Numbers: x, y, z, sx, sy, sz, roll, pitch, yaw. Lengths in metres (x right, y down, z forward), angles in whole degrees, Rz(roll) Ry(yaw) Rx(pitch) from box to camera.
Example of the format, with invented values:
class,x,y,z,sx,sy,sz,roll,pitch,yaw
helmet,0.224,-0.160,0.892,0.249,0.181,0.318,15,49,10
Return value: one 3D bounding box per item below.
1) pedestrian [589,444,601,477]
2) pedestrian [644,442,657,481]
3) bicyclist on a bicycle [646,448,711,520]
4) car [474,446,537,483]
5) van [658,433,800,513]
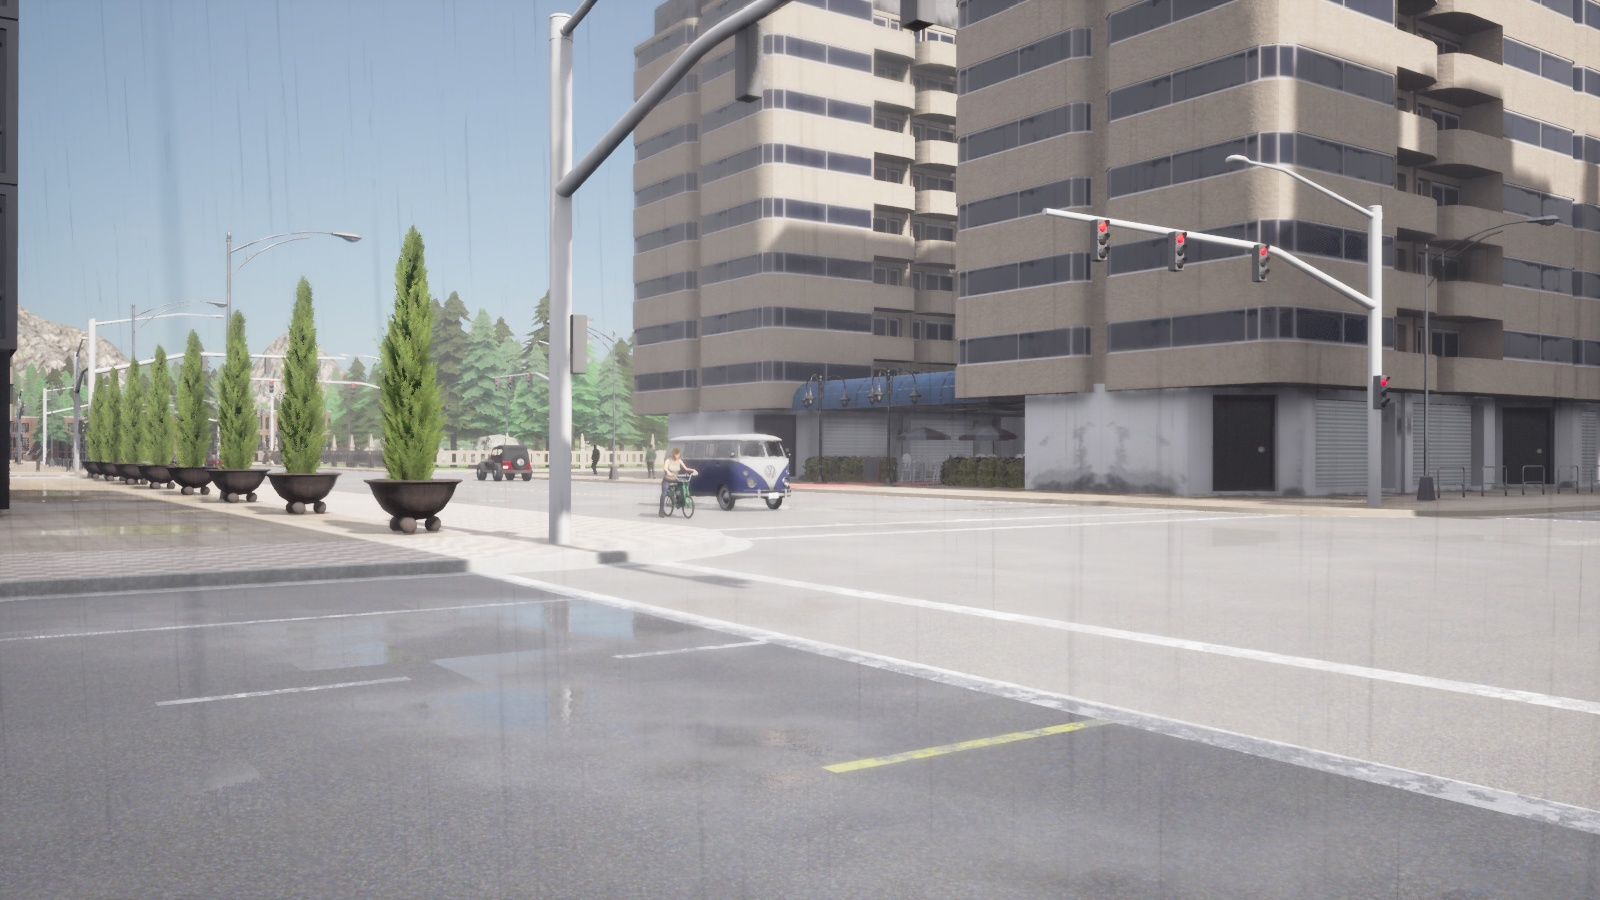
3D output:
class,x,y,z,sx,sy,sz,roll,pitch,yaw
pedestrian,-12.048,0.599,73.752,0.692,1.930,0.395,0,0,43
pedestrian,-7.576,0.575,63.705,0.423,1.949,0.788,0,0,-24
bicyclist on a bicycle,-2.792,0.758,28.742,0.866,1.612,1.509,0,0,-35
car,-15.399,0.734,65.583,1.905,1.878,3.866,0,0,-34
van,-1.986,0.584,33.753,1.775,1.987,4.442,0,0,-35
